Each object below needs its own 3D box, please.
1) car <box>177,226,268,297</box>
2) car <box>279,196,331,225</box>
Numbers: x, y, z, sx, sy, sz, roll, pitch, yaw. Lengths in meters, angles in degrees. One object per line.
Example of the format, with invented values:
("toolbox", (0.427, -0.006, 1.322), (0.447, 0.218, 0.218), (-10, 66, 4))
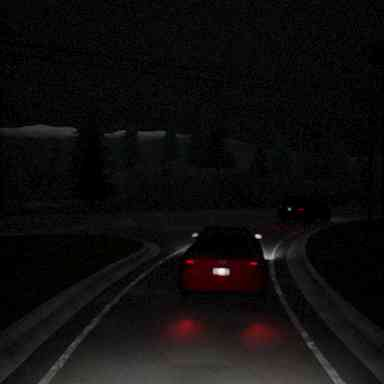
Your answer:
("car", (0.885, 1.589, 8.742), (1.994, 1.385, 4.181), (0, 0, 8))
("car", (8.626, 1.292, 25.299), (2.150, 2.045, 5.566), (-1, -1, 42))
